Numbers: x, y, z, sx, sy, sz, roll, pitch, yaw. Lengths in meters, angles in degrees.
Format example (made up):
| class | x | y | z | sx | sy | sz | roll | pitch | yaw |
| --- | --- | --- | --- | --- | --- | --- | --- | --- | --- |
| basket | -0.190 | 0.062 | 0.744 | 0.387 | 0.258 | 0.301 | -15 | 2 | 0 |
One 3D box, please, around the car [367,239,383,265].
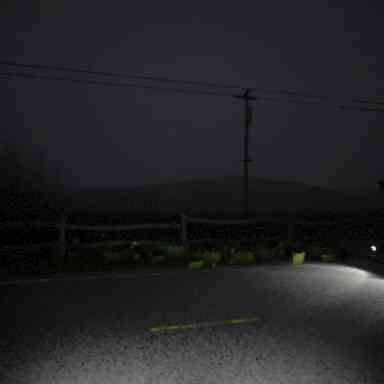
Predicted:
| class | x | y | z | sx | sy | sz | roll | pitch | yaw |
| --- | --- | --- | --- | --- | --- | --- | --- | --- | --- |
| car | 7.716 | 1.521 | 9.341 | 5.357 | 1.411 | 2.033 | 1 | 1 | -16 |
